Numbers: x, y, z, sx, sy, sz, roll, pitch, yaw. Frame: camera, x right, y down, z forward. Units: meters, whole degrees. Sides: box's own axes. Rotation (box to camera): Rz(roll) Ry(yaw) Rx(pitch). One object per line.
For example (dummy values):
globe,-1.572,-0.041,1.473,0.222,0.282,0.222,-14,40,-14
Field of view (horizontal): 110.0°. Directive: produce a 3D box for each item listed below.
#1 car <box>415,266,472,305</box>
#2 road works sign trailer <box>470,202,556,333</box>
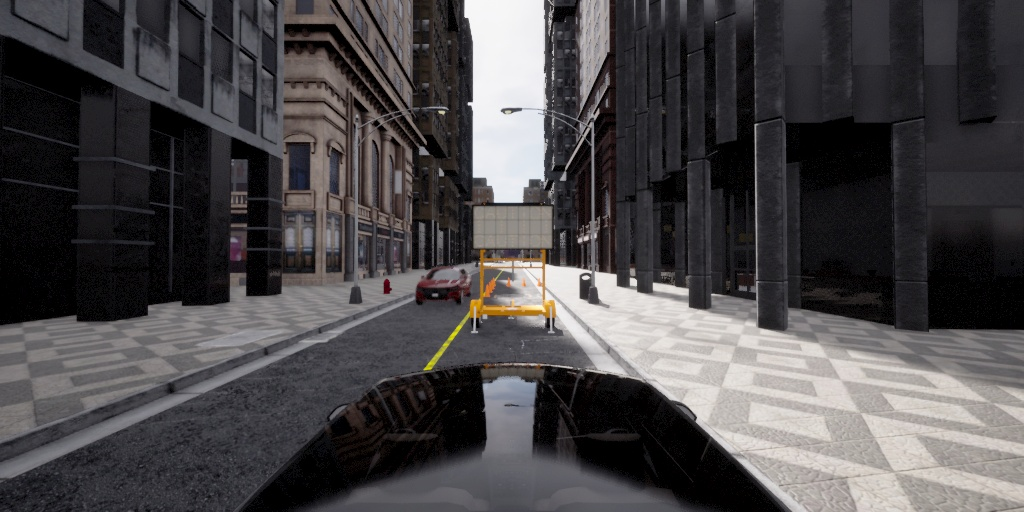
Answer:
car,-2.957,1.233,16.320,1.882,1.535,5.008,0,0,0
road works sign trailer,0.027,0.217,10.706,2.380,3.560,2.880,0,0,0
